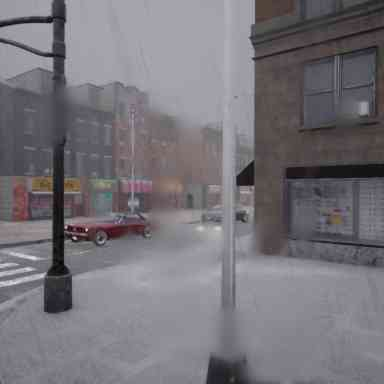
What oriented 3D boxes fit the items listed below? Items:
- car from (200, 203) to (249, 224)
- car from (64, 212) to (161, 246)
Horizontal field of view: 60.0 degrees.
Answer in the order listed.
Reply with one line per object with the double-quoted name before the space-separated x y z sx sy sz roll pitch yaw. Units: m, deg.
"car" 2.502 1.572 24.419 1.837 1.490 4.892 0 0 35
"car" -3.650 1.633 15.774 1.895 1.301 4.718 0 0 35
